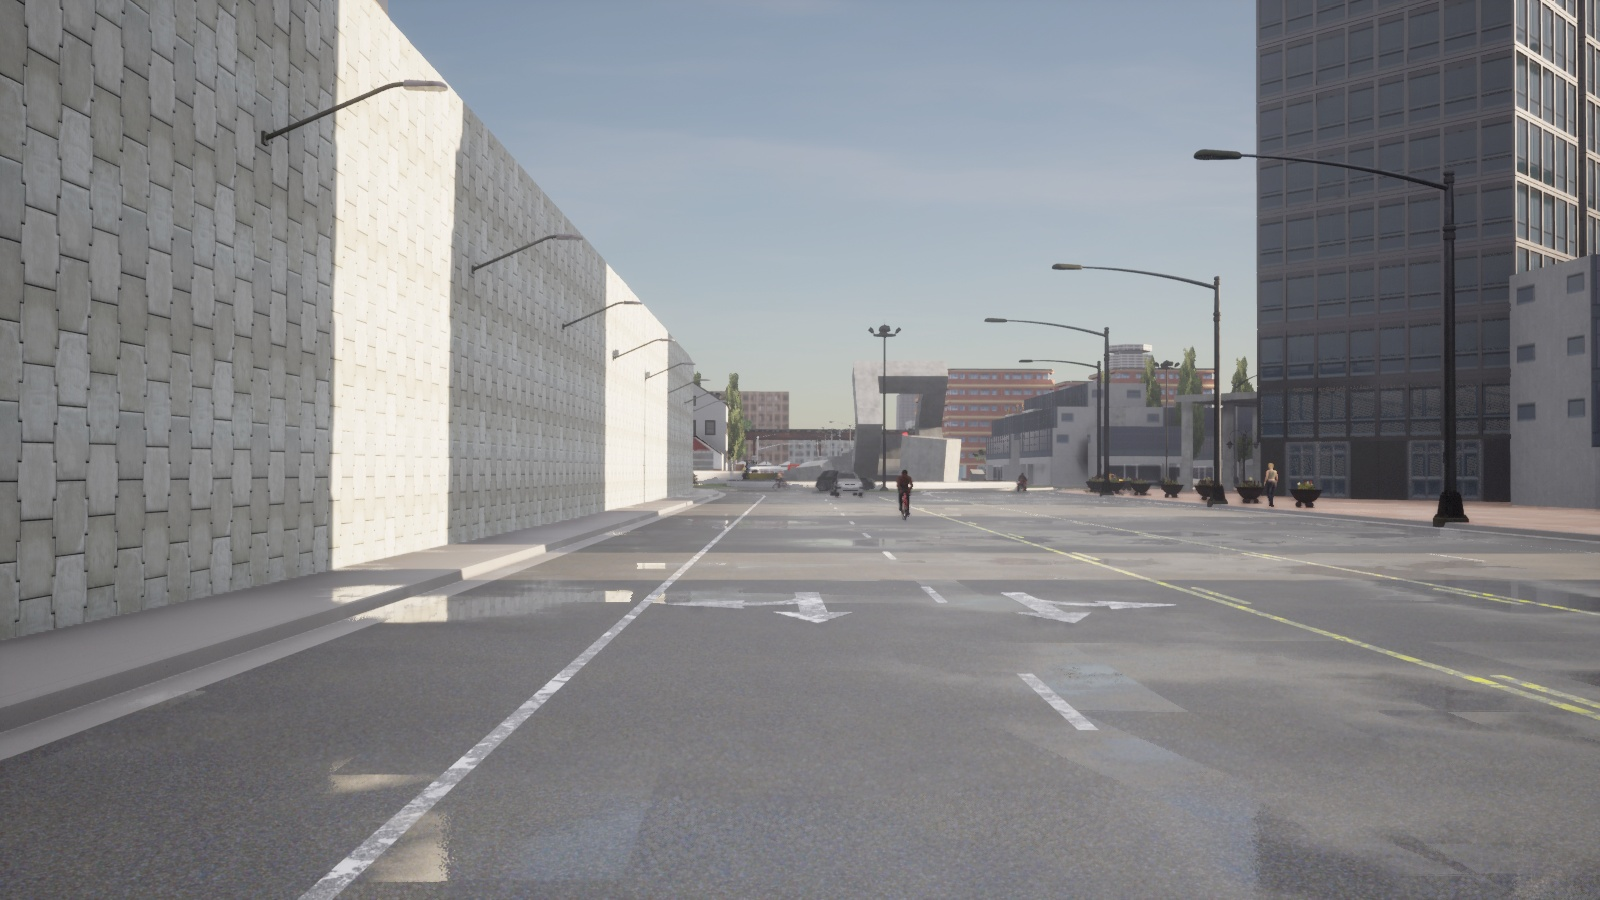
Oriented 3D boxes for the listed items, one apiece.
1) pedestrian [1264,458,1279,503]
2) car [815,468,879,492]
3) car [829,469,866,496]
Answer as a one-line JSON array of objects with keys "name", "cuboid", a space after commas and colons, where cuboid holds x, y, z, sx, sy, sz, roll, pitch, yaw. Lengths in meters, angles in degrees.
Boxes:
[{"name": "pedestrian", "cuboid": [19.511, 1.263, 51.998, 0.345, 1.836, 0.594, 0, -1, -2]}, {"name": "car", "cuboid": [3.589, 2.261, 95.633, 4.553, 1.767, 2.097, 0, -1, 11]}, {"name": "car", "cuboid": [2.958, 2.020, 78.763, 1.851, 1.617, 3.988, 0, -1, -4]}]
